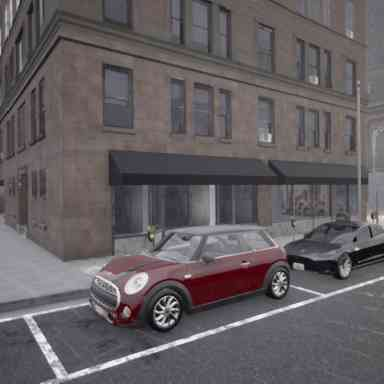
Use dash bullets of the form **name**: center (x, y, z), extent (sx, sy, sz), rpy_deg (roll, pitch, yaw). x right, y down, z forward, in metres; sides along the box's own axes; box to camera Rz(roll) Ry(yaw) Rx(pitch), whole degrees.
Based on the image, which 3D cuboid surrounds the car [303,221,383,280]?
- **car**: center (4.540, 1.564, 9.930), extent (4.313, 1.339, 1.947), rpy_deg (0, -1, -36)

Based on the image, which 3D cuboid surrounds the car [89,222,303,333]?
- **car**: center (0.067, 1.439, 6.720), extent (4.097, 1.590, 1.967), rpy_deg (0, -1, -36)
